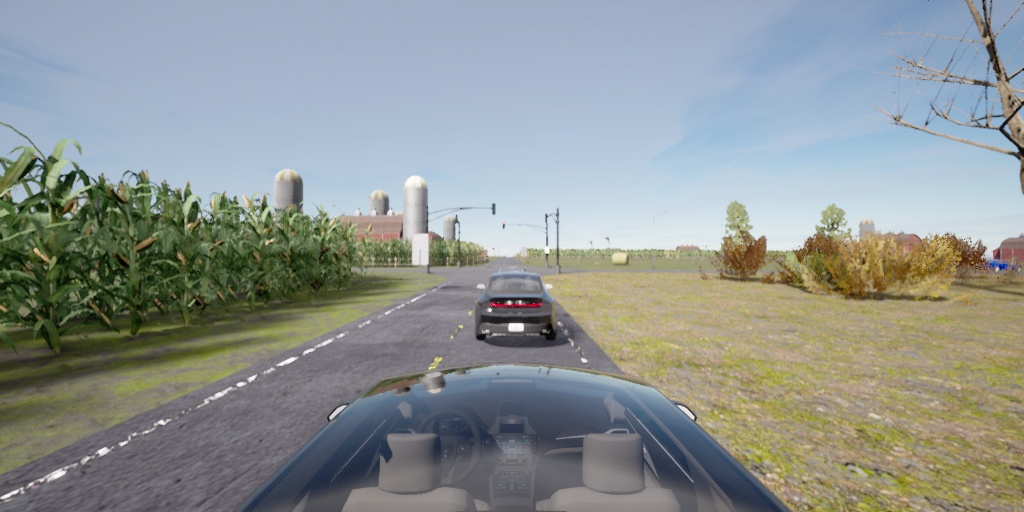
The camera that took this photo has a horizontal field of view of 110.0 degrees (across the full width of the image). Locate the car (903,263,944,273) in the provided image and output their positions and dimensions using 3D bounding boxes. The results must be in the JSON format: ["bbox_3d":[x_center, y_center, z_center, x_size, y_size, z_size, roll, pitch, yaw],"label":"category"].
[{"bbox_3d":[48.561,1.334,42.547,4.181,1.385,1.994,1,-1,-5],"label":"car"}]

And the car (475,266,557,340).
[{"bbox_3d":[0.080,1.174,9.683,1.837,1.490,4.892,0,1,0],"label":"car"}]

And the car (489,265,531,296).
[{"bbox_3d":[0.033,1.178,18.834,1.895,1.301,4.718,0,1,4],"label":"car"}]
